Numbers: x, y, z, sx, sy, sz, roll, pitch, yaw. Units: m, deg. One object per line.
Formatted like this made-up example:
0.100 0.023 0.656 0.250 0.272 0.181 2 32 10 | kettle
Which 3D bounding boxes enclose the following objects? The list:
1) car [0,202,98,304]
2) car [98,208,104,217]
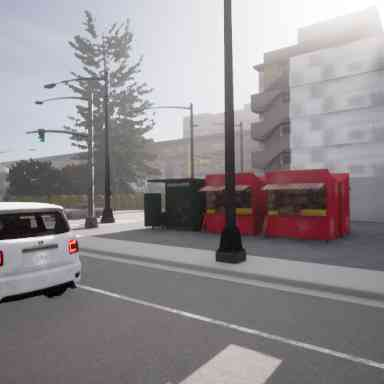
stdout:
-4.811 1.234 7.382 5.566 2.045 2.150 0 0 36 | car
-10.118 1.732 29.468 1.895 1.301 4.718 -1 0 36 | car
